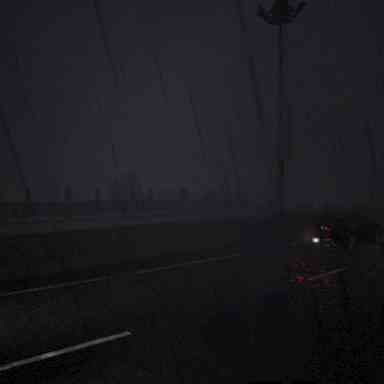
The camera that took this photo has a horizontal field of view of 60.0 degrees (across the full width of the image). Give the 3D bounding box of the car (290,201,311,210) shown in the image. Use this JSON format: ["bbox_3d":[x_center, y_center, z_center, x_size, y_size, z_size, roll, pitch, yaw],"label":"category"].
[{"bbox_3d":[12.994,1.726,38.973,1.895,1.301,4.718,0,0,32],"label":"car"}]

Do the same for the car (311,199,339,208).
[{"bbox_3d":[14.011,1.697,34.112,1.895,1.301,4.718,0,0,34],"label":"car"}]

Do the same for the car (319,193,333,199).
[{"bbox_3d":[29.004,1.332,72.120,2.150,2.045,5.566,0,0,10],"label":"car"}]

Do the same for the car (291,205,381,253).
[{"bbox_3d":[6.350,1.531,14.011,4.892,1.490,1.837,0,0,-44],"label":"car"}]

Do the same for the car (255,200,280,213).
[{"bbox_3d":[9.089,1.663,39.385,1.812,1.442,4.674,0,0,32],"label":"car"}]

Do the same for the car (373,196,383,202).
[{"bbox_3d":[44.755,1.663,80.007,1.895,1.301,4.718,0,0,10],"label":"car"}]
